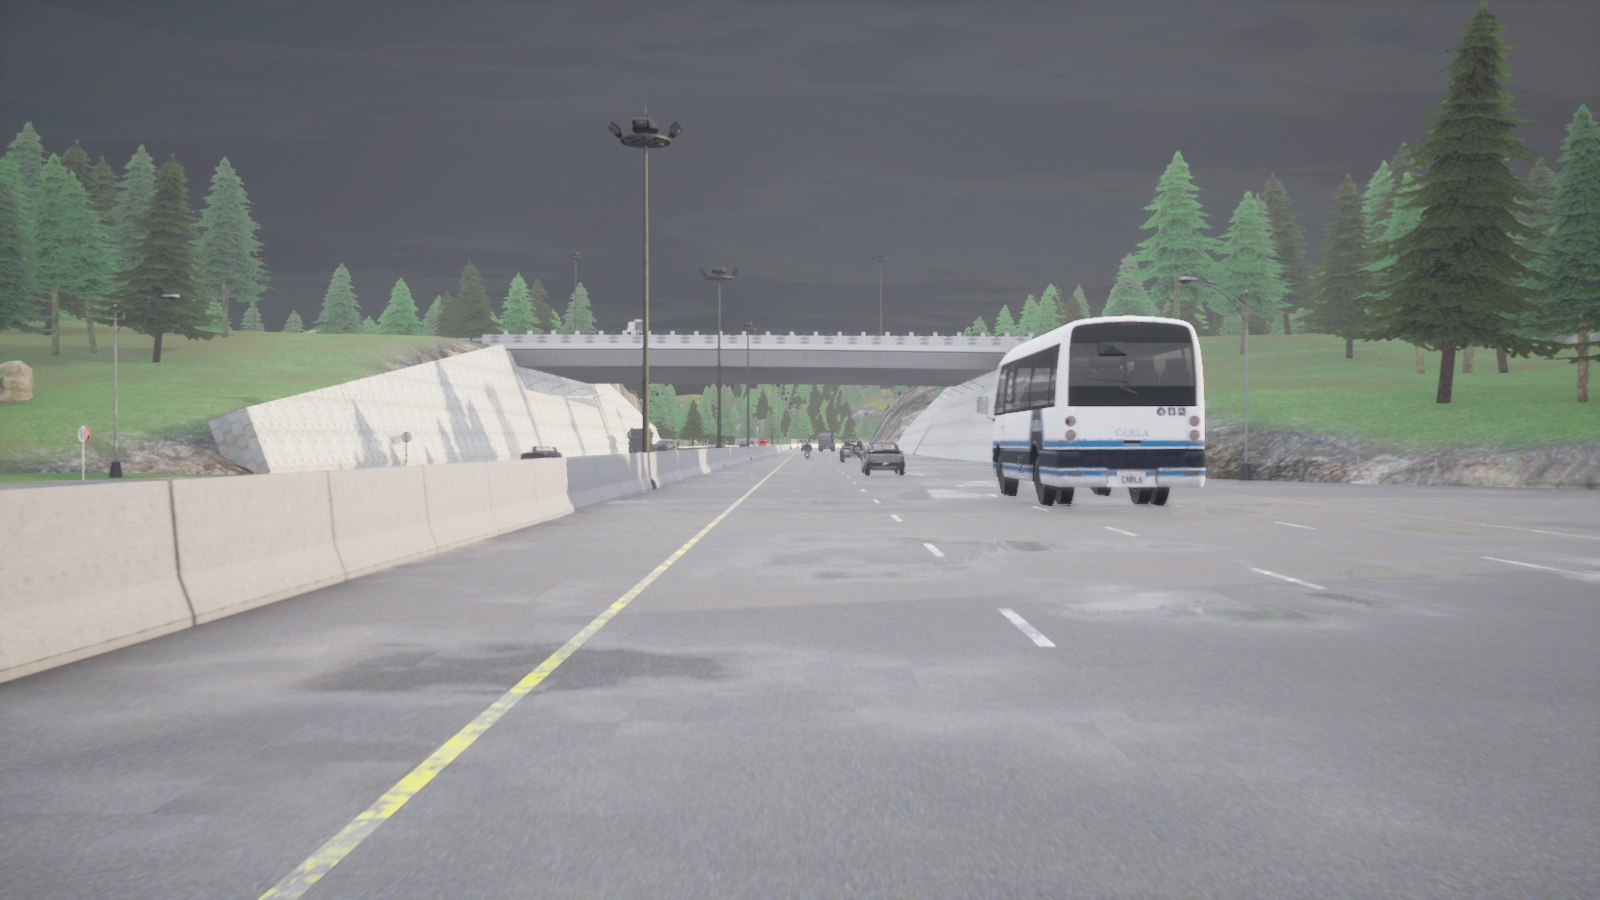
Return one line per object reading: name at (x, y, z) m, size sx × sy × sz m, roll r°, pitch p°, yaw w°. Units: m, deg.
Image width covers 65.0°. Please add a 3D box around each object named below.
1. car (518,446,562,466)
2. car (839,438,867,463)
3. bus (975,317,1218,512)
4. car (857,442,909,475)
car at (-17.017, 0.369, 82.385) m, size 1.895 × 1.301 × 4.718 m, roll 0°, pitch 0°, yaw 0°
car at (4.066, 0.021, 96.788) m, size 1.932 × 1.855 × 4.605 m, roll 0°, pitch 0°, yaw 0°
bus at (7.202, -0.808, 32.653) m, size 3.944 × 4.253 × 10.273 m, roll 0°, pitch 0°, yaw 0°
car at (3.850, 0.373, 58.946) m, size 2.128 × 1.511 × 4.902 m, roll 0°, pitch 0°, yaw 0°
